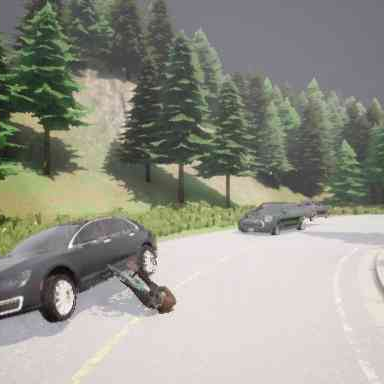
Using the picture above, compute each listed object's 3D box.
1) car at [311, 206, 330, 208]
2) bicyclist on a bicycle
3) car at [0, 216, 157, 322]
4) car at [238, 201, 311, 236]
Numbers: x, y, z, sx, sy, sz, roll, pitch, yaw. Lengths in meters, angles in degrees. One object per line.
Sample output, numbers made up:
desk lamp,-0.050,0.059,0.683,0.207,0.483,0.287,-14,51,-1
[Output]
car,7.706,1.167,22.204,1.994,1.385,4.181,0,0,43
bicyclist on a bicycle,-0.915,1.893,6.410,1.620,0.582,1.656,37,-13,3
car,-2.427,1.346,6.921,1.837,1.490,4.892,-12,-4,20
car,4.518,1.352,18.591,2.097,1.767,4.553,0,0,42
